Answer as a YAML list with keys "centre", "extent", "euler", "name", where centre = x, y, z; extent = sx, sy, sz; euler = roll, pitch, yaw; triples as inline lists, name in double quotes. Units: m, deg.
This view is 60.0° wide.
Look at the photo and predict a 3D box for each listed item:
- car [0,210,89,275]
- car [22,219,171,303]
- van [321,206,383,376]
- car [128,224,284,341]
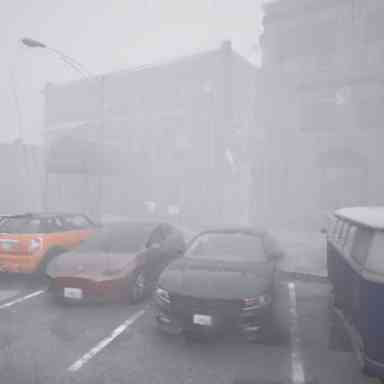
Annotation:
- centre: [-3.988, 1.384, 10.245]
  extent: [2.185, 1.767, 4.553]
  euler: [0, -1, 15]
  name: "car"
- centre: [-1.586, 1.522, 8.543]
  extent: [2.163, 1.488, 4.792]
  euler: [0, -1, 15]
  name: "car"
- centre: [3.229, 1.250, 5.286]
  extent: [1.878, 1.987, 4.442]
  euler: [0, -1, 16]
  name: "van"
- centre: [0.811, 1.480, 6.879]
  extent: [2.097, 1.535, 5.008]
  euler: [0, -1, 15]
  name: "car"
